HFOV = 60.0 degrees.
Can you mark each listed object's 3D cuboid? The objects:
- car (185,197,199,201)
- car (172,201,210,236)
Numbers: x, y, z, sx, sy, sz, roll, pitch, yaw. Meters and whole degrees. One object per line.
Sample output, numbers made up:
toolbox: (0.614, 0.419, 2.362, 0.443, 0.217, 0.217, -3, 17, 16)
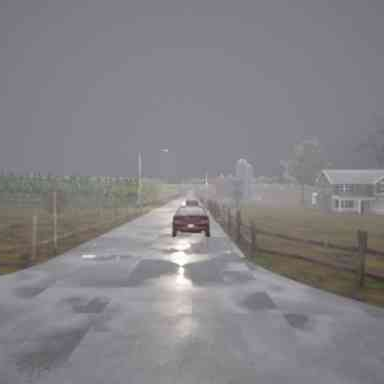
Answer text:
car: (-0.002, 1.469, 47.634, 1.882, 1.535, 5.008, 0, 0, 0)
car: (-0.019, 1.466, 18.264, 1.882, 1.535, 5.008, 0, 0, 1)
